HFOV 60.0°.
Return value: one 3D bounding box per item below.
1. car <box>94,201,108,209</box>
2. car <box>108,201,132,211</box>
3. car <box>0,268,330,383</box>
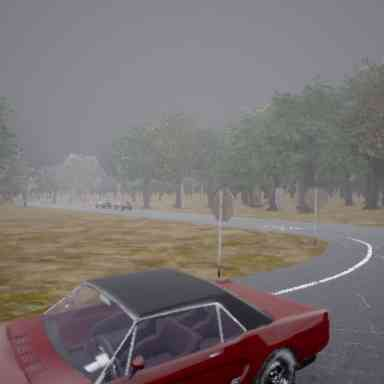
[{"bbox_3d":[-16.092,2.317,60.030,1.837,1.490,4.892,2,-2,-35],"label":"car"},{"bbox_3d":[-11.126,2.175,52.902,1.837,1.490,4.892,2,-2,-34],"label":"car"},{"bbox_3d":[-0.744,1.606,3.349,4.718,1.301,1.895,0,0,-36],"label":"car"}]
